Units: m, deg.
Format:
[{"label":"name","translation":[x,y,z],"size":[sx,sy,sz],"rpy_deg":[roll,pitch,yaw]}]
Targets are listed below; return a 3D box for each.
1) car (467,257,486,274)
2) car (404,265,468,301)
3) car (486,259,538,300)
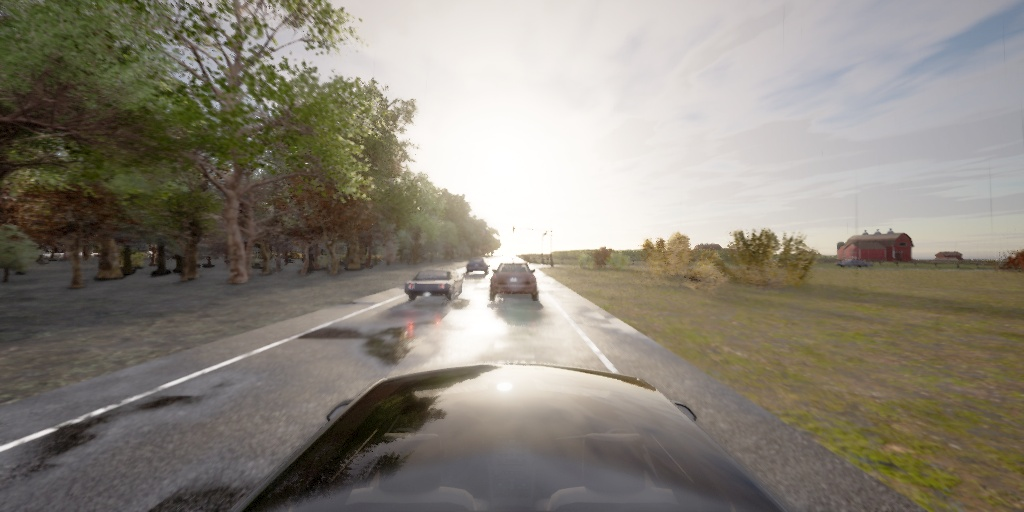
[{"label":"car","translation":[-3.405,0.872,36.567],"size":[2.097,1.767,4.553],"rpy_deg":[0,0,0]},{"label":"car","translation":[-3.424,1.255,16.692],"size":[1.895,1.301,4.718],"rpy_deg":[0,0,0]},{"label":"car","translation":[0.077,1.002,17.073],"size":[2.097,1.767,4.553],"rpy_deg":[0,0,0]}]
